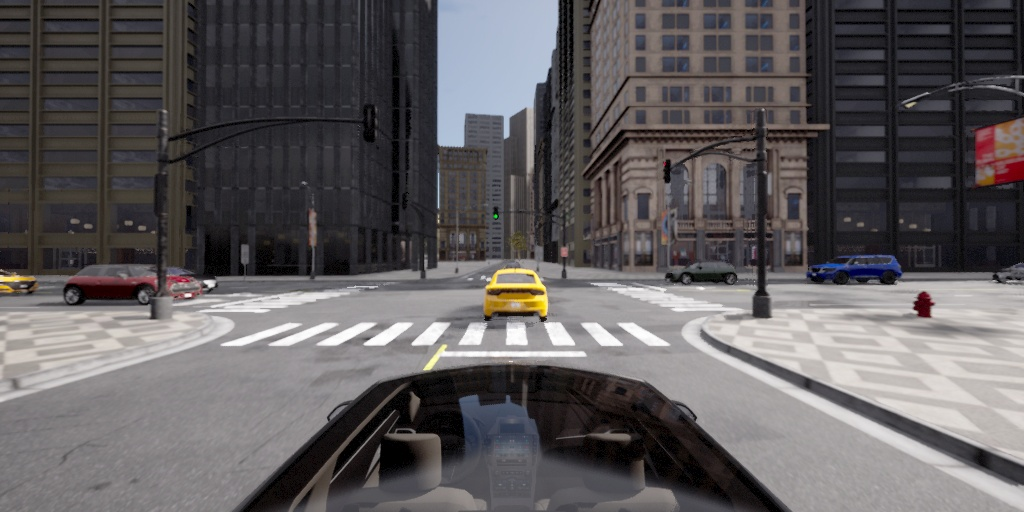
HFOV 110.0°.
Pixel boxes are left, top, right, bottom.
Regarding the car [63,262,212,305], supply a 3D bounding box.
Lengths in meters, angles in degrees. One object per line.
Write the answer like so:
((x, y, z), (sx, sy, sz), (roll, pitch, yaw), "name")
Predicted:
((-16.315, 1.132, 15.621), (4.553, 1.767, 2.097), (0, 0, 1), "car")

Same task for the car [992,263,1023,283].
((37.482, 1.202, 25.598), (4.902, 1.511, 2.128), (0, 0, 0), "car")

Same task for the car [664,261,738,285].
((13.378, 1.121, 25.604), (4.553, 1.767, 2.097), (0, 0, 0), "car")

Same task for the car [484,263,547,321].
((0.109, 1.193, 12.413), (1.882, 1.535, 5.008), (0, 0, 0), "car")

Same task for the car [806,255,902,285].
((24.331, 0.962, 25.610), (5.566, 2.045, 2.150), (0, 0, 0), "car")

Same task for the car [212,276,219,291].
((-18.275, 1.307, 18.893), (4.902, 1.511, 2.128), (0, 0, 0), "car")

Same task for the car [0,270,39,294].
((-28.236, 1.332, 18.892), (5.008, 1.535, 1.882), (0, 0, 0), "car")
